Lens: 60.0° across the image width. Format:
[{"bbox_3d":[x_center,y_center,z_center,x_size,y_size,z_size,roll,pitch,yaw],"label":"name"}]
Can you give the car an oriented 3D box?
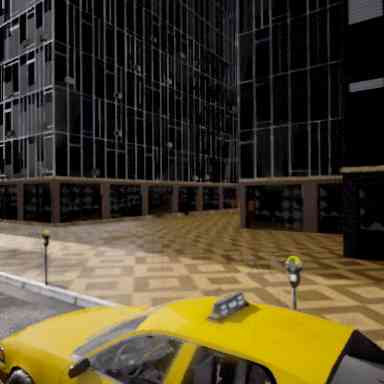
[{"bbox_3d":[0.079,1.532,2.825,4.829,1.417,1.752,0,-1,36],"label":"car"}]
